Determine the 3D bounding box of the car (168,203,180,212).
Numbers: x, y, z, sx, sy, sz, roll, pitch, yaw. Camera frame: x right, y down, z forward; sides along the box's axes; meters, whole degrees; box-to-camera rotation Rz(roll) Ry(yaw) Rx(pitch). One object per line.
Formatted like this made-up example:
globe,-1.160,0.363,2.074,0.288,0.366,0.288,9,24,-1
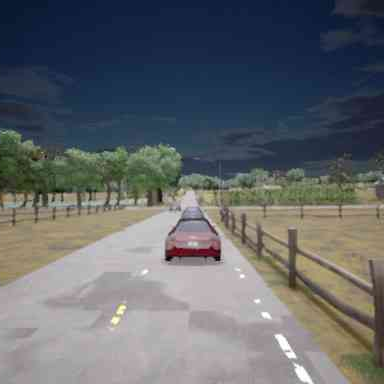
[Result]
car,-2.788,2.514,55.252,2.128,1.511,4.902,0,-1,0

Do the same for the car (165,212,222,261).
car,0.056,1.683,12.822,1.994,1.385,4.181,0,-1,1

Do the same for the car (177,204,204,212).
car,0.066,1.945,28.123,1.994,1.385,4.181,0,-1,1
